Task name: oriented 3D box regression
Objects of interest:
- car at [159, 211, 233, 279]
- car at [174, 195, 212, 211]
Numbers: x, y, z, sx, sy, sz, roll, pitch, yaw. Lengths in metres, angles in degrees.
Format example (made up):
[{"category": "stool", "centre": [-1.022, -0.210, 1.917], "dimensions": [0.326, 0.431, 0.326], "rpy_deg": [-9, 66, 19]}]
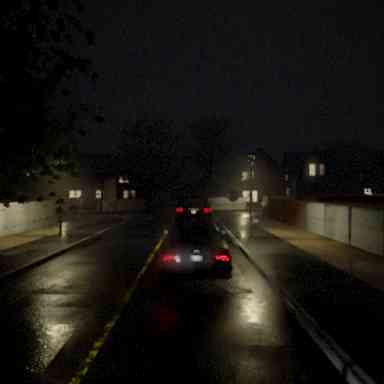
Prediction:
[{"category": "car", "centre": [0.091, 1.530, 9.956], "dimensions": [2.033, 1.411, 5.357], "rpy_deg": [0, 0, 0]}, {"category": "car", "centre": [0.068, 1.186, 20.928], "dimensions": [2.150, 2.045, 5.566], "rpy_deg": [0, 0, 0]}]
